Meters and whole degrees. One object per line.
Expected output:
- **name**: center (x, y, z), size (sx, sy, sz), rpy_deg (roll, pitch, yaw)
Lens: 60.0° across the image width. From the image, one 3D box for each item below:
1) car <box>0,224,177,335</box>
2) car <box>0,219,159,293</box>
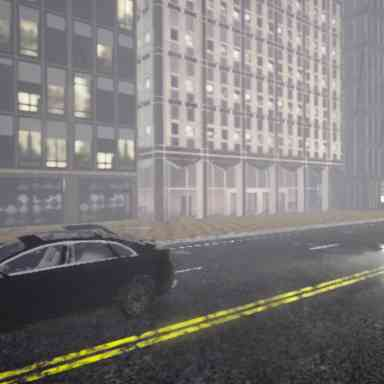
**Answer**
- **car**: center (-2.596, 1.487, 5.785), size (4.902, 1.511, 2.128), rpy_deg (0, 0, -35)
- **car**: center (-3.455, 1.590, 9.155), size (4.718, 1.301, 1.895), rpy_deg (0, 0, -35)
